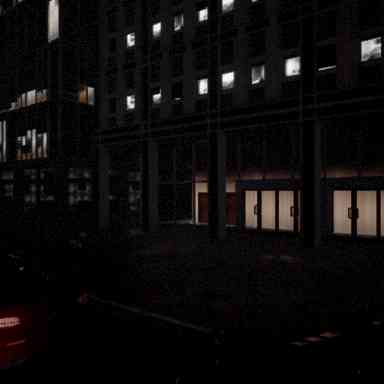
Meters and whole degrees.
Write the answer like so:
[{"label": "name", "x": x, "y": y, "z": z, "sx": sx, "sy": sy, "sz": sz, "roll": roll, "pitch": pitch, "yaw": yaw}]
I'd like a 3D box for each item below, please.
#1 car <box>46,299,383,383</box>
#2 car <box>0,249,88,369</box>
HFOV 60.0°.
[{"label": "car", "x": 1.273, "y": 1.566, "z": 1.966, "sx": 4.313, "sy": 1.339, "sz": 1.947, "roll": 0, "pitch": 0, "yaw": 35}, {"label": "car", "x": -3.327, "y": 1.582, "z": 5.246, "sx": 4.206, "sy": 1.307, "sz": 1.802, "roll": 0, "pitch": 0, "yaw": 36}]
